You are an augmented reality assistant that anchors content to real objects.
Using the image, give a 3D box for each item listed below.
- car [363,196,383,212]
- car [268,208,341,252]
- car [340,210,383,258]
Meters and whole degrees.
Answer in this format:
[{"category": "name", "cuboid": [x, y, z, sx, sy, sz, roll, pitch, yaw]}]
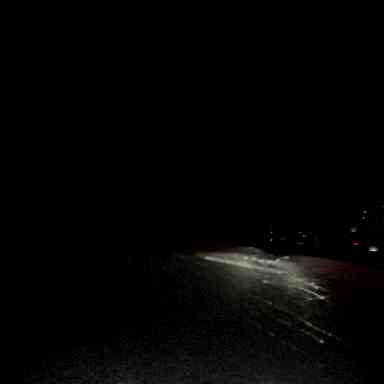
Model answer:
[{"category": "car", "cuboid": [13.941, 1.325, 23.566, 2.150, 2.045, 5.566, 1, 0, 43]}, {"category": "car", "cuboid": [5.147, 1.497, 14.282, 1.882, 1.535, 5.008, 1, 0, 44]}, {"category": "car", "cuboid": [7.154, 1.580, 11.877, 1.812, 1.442, 4.674, 1, 0, 43]}]
